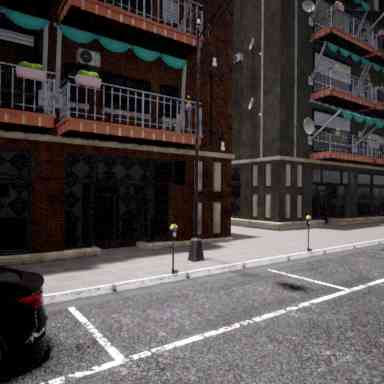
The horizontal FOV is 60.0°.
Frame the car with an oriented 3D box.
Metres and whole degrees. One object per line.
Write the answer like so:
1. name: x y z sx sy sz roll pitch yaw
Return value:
1. car: -3.947 1.566 3.747 4.313 1.339 1.947 0 1 -35
